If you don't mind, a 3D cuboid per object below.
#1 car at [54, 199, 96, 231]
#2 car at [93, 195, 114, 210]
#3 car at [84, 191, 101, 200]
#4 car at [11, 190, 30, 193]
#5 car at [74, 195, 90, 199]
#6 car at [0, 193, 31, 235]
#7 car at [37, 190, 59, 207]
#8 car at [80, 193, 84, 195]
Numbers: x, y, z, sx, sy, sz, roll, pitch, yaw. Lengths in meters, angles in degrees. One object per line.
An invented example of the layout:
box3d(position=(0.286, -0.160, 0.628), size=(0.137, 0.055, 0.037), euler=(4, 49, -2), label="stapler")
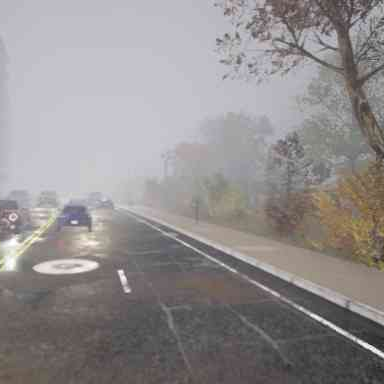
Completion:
box3d(position=(-6.804, 1.397, 19.443), size=(1.812, 1.442, 4.674), euler=(2, 0, -18), label="car")
box3d(position=(-10.702, 1.397, 40.803), size=(1.994, 1.385, 4.181), euler=(2, 0, -20), label="car")
box3d(position=(-16.706, 0.926, 56.890), size=(2.150, 2.045, 5.566), euler=(2, 0, -21), label="car")
box3d(position=(-21.242, 0.733, 41.066), size=(2.150, 2.045, 5.566), euler=(2, -1, -20), label="car")
box3d(position=(-12.658, 1.357, 36.659), size=(1.895, 1.301, 4.718), euler=(2, 0, -19), label="car")
box3d(position=(-9.644, 1.124, 17.032), size=(2.097, 1.767, 4.553), euler=(2, 0, -18), label="car")
box3d(position=(-18.151, 0.832, 42.070), size=(2.150, 2.045, 5.566), euler=(2, -1, -20), label="car")
box3d(position=(-23.566, 0.900, 73.647), size=(2.097, 1.767, 4.553), euler=(2, 0, -23), label="car")
